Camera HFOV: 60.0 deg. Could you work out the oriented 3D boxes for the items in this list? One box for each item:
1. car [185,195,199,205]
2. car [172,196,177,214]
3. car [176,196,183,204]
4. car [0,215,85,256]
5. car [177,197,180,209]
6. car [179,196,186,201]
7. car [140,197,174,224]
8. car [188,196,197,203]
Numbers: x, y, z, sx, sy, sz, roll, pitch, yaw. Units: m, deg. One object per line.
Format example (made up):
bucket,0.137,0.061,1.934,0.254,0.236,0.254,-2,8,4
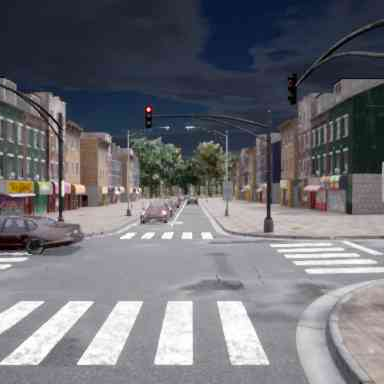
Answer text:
car,0.114,1.552,59.303,1.812,1.442,4.674,0,0,0
car,-2.639,1.439,30.018,1.967,1.590,4.097,-1,0,0
car,-2.634,1.556,46.322,1.887,1.381,4.507,-1,0,0
car,-6.990,1.613,12.857,5.357,1.411,2.033,-1,1,0
car,-2.636,1.568,35.452,1.947,1.339,4.313,-1,0,0
car,-2.621,1.652,89.800,1.802,1.307,4.206,-1,0,0
car,-2.641,1.437,24.583,1.967,1.590,4.097,-1,0,0
car,0.112,1.515,68.463,1.882,1.535,5.008,0,0,0
